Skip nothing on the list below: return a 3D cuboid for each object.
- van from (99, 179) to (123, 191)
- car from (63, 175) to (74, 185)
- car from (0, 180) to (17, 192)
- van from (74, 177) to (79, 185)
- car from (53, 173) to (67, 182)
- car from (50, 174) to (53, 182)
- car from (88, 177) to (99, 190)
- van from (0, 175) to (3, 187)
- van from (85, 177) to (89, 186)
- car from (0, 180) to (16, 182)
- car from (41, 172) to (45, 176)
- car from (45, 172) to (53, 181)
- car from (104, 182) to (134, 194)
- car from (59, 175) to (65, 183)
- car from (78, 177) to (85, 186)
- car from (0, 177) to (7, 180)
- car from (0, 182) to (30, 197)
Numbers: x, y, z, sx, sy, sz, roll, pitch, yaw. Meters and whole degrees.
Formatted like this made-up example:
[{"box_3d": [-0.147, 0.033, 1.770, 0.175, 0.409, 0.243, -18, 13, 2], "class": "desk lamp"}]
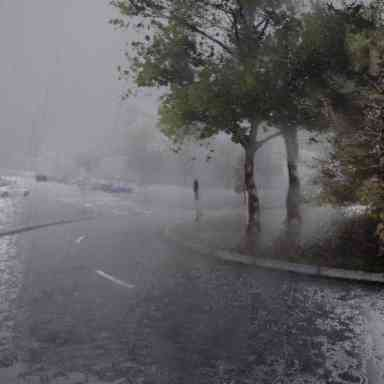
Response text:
[{"box_3d": [-13.598, -0.971, 58.441, 1.878, 1.987, 4.442, 5, 4, 32], "class": "van"}, {"box_3d": [-24.788, -2.266, 72.446, 2.231, 1.521, 4.892, 6, 4, 31], "class": "car"}, {"box_3d": [-29.497, -0.892, 50.584, 2.163, 1.488, 4.792, 5, 5, 30], "class": "car"}, {"box_3d": [-21.001, -1.987, 67.838, 1.878, 1.987, 4.442, 5, 4, 32], "class": "van"}, {"box_3d": [-28.528, -3.028, 77.129, 2.435, 2.045, 5.566, 5, 4, 31], "class": "car"}, {"box_3d": [-30.453, -3.030, 79.449, 2.231, 1.521, 4.892, 5, 4, 30], "class": "car"}, {"box_3d": [-15.516, -1.246, 60.659, 2.435, 2.045, 5.566, 6, 4, 32], "class": "car"}, {"box_3d": [-35.209, -1.883, 57.230, 1.878, 1.987, 4.442, 5, 6, 30], "class": "van"}, {"box_3d": [-17.412, -1.472, 62.935, 1.878, 1.987, 4.442, 6, 4, 32], "class": "van"}, {"box_3d": [-25.680, -0.400, 46.144, 2.163, 1.488, 4.792, 4, 5, 30], "class": "car"}, {"box_3d": [-34.348, -3.535, 83.900, 1.946, 1.575, 5.366, 6, 4, 30], "class": "car"}, {"box_3d": [-32.325, -3.536, 81.771, 2.435, 2.045, 5.566, 5, 4, 30], "class": "car"}, {"box_3d": [-11.826, -0.490, 56.004, 2.097, 1.535, 5.008, 5, 4, 32], "class": "car"}, {"box_3d": [-26.659, -2.493, 74.807, 2.163, 1.488, 4.792, 5, 4, 31], "class": "car"}, {"box_3d": [-19.228, -1.629, 65.368, 2.185, 1.767, 4.553, 5, 4, 32], "class": "car"}, {"box_3d": [-27.565, -0.802, 48.376, 2.185, 1.767, 4.553, 5, 6, 30], "class": "car"}, {"box_3d": [-23.796, -0.141, 43.872, 2.002, 1.452, 4.674, 4, 5, 30], "class": "car"}]
